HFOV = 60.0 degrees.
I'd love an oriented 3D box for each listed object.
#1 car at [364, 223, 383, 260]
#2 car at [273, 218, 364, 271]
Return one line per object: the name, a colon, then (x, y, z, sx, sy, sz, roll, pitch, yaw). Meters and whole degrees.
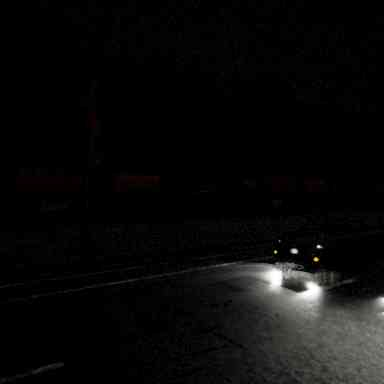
car: (6.804, 1.499, 8.539, 4.902, 1.511, 2.128, 0, 0, -35)
car: (4.647, 1.570, 10.993, 4.181, 1.385, 1.994, 0, 0, -36)
